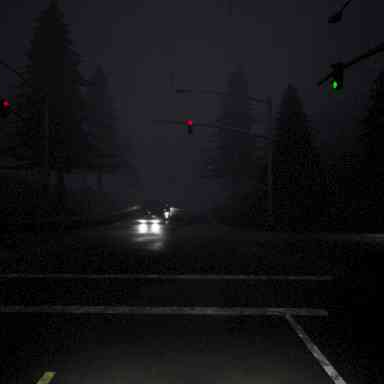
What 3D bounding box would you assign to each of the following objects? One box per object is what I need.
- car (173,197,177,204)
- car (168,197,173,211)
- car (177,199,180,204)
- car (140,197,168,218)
[{"bbox_3d":[-3.937,1.491,50.429,2.128,1.511,4.902,0,0,-7],"label":"car"},{"bbox_3d":[-3.648,1.478,40.278,1.882,1.535,5.008,0,0,0],"label":"car"},{"bbox_3d":[-4.099,1.564,61.619,1.994,1.385,4.181,0,0,-39],"label":"car"},{"bbox_3d":[-3.653,1.491,30.775,2.128,1.511,4.902,0,0,0],"label":"car"}]
